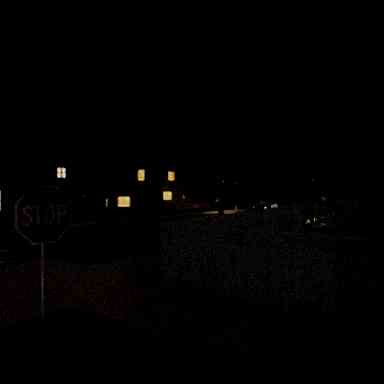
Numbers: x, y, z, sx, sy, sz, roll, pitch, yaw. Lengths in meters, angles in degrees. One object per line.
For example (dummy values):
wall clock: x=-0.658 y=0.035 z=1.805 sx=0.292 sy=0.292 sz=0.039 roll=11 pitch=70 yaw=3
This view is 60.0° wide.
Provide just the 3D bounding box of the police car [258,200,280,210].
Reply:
police car: x=8.571 y=1.720 z=38.597 sx=2.038 sy=1.542 sz=4.974 roll=-1 pitch=-1 yaw=34
